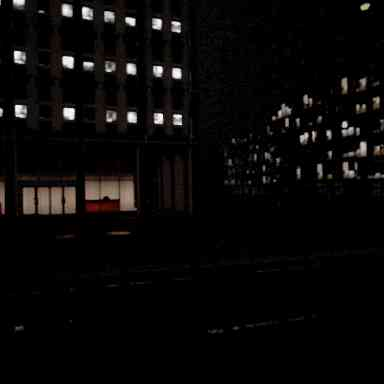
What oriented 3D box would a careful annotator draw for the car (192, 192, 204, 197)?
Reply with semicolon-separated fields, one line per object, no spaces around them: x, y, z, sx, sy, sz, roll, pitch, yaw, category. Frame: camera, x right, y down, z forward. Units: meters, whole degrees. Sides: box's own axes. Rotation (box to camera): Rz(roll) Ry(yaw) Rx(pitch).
1.531;0.687;91.090;2.008;1.369;4.403;-1;1;-19;car

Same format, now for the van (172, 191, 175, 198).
-4.568;0.675;83.007;1.690;1.788;3.998;0;1;-19;van

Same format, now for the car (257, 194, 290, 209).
10.049;1.307;39.956;1.947;1.339;4.313;-1;1;-19;car

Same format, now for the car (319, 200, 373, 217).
13.644;1.406;29.170;1.947;1.339;4.313;-1;1;-19;car

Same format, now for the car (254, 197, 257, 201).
12.532;1.027;58.812;1.802;1.307;4.206;-1;1;-19;car

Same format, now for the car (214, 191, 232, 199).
7.030;0.606;74.949;2.192;1.841;5.009;-1;1;-19;car

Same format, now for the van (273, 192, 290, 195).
14.363;0.836;53.430;1.690;1.788;3.998;-1;1;-19;van

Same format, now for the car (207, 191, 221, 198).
5.197;0.679;80.330;1.967;1.590;4.097;-1;1;-19;car

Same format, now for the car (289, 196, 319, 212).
11.827;1.373;34.558;1.802;1.307;4.206;-1;1;-19;car

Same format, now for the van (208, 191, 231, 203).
4.599;0.932;56.108;1.690;1.788;3.998;-1;1;-19;van

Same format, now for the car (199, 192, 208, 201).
0.933;1.039;66.870;2.008;1.369;4.403;0;1;-19;car

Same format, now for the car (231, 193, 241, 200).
8.865;0.924;69.572;1.802;1.307;4.206;-1;1;-19;car
